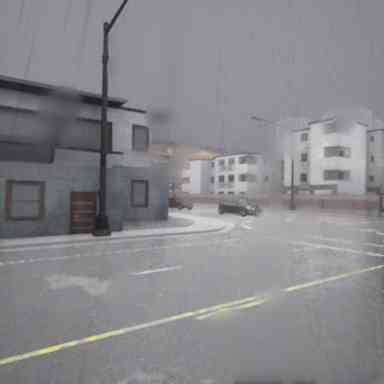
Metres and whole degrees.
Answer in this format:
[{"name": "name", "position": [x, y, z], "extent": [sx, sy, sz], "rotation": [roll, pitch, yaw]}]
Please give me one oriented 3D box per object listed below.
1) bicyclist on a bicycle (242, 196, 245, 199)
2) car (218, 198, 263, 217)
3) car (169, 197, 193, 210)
[{"name": "bicyclist on a bicycle", "position": [7.119, 1.386, 46.429], "extent": [0.582, 1.620, 1.656], "rotation": [2, 0, 44]}, {"name": "car", "position": [4.631, 1.390, 32.157], "extent": [2.097, 1.767, 4.553], "rotation": [2, 0, -38]}, {"name": "car", "position": [-1.922, 1.316, 39.494], "extent": [4.674, 1.442, 1.812], "rotation": [2, 0, 41]}]
